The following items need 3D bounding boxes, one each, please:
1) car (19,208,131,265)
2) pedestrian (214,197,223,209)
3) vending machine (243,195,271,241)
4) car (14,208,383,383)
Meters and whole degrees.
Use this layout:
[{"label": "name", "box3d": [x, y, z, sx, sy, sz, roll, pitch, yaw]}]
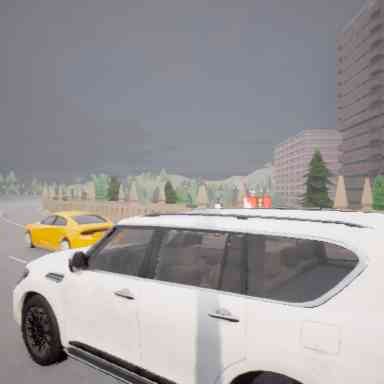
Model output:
[{"label": "car", "box3d": [-4.609, 1.477, 12.651, 5.008, 1.535, 1.882, 0, 0, 43]}, {"label": "pedestrian", "box3d": [1.257, 1.141, 15.700, 0.375, 1.860, 0.375, 0, 0, 41]}, {"label": "vending machine", "box3d": [3.120, 1.195, 16.002, 0.880, 2.100, 1.100, 0, 0, 41]}, {"label": "car", "box3d": [0.050, 1.220, 4.055, 5.566, 2.045, 2.150, 0, 0, 37]}]
